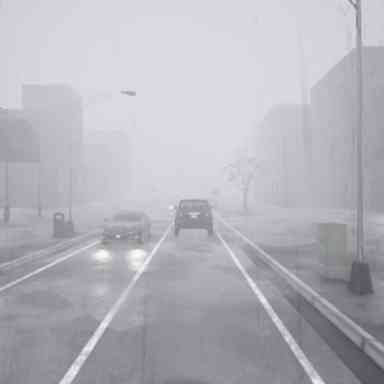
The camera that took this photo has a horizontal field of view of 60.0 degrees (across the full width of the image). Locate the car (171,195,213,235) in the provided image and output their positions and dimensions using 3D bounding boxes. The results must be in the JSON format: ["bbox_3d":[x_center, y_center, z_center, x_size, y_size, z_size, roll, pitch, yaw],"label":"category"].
[{"bbox_3d":[0.085,1.402,20.115,2.150,2.045,5.566,0,-1,0],"label":"car"}]

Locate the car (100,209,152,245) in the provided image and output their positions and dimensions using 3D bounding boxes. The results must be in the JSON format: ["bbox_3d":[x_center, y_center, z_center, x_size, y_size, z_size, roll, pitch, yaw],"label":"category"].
[{"bbox_3d":[-3.102,1.644,16.401,1.837,1.490,4.892,0,-1,0],"label":"car"}]

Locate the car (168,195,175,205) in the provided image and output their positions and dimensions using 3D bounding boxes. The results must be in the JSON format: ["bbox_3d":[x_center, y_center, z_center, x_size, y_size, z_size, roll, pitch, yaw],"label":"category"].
[{"bbox_3d":[-3.054,1.354,57.799,2.128,1.511,4.902,0,2,0],"label":"car"}]

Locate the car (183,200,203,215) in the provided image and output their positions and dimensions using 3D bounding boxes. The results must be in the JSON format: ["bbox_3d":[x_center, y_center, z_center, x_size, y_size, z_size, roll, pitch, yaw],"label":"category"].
[{"bbox_3d":[0.095,1.782,38.600,2.128,1.511,4.902,0,0,0],"label":"car"}]
